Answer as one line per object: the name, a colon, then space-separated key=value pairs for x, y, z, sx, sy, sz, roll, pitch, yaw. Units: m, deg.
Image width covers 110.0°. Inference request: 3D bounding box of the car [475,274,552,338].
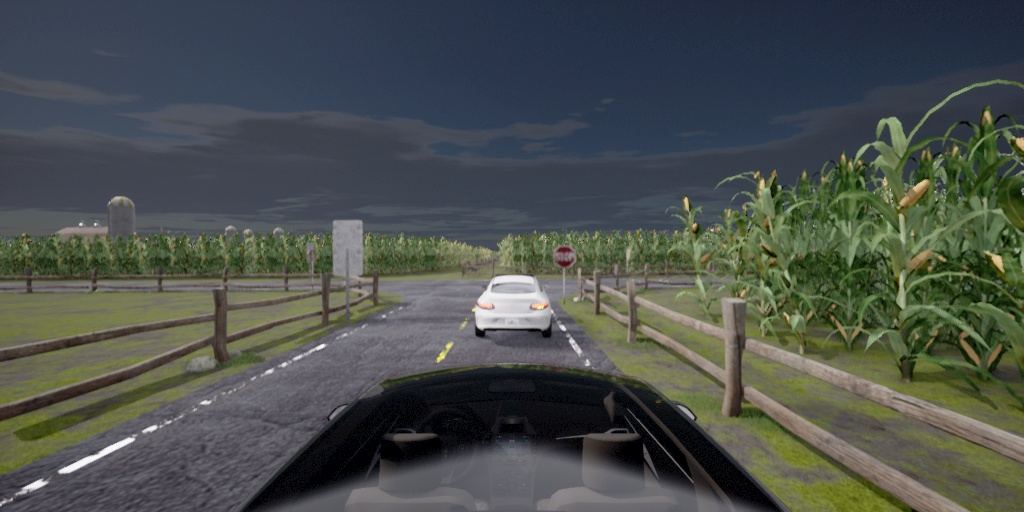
car: x=0.081 y=1.231 z=9.963 sx=1.812 sy=1.442 sz=4.674 roll=0 pitch=0 yaw=2
